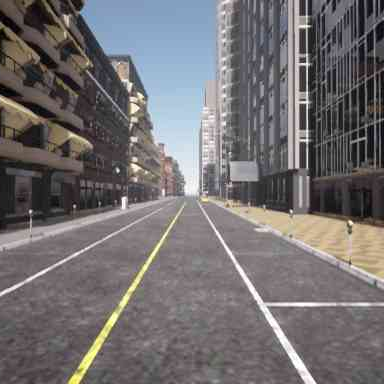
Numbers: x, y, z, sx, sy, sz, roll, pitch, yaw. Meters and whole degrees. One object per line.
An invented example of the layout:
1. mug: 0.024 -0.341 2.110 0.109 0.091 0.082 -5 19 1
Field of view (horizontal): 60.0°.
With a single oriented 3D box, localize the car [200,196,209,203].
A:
1. car: 2.750 1.544 72.506 1.801 1.575 5.366 0 0 0
